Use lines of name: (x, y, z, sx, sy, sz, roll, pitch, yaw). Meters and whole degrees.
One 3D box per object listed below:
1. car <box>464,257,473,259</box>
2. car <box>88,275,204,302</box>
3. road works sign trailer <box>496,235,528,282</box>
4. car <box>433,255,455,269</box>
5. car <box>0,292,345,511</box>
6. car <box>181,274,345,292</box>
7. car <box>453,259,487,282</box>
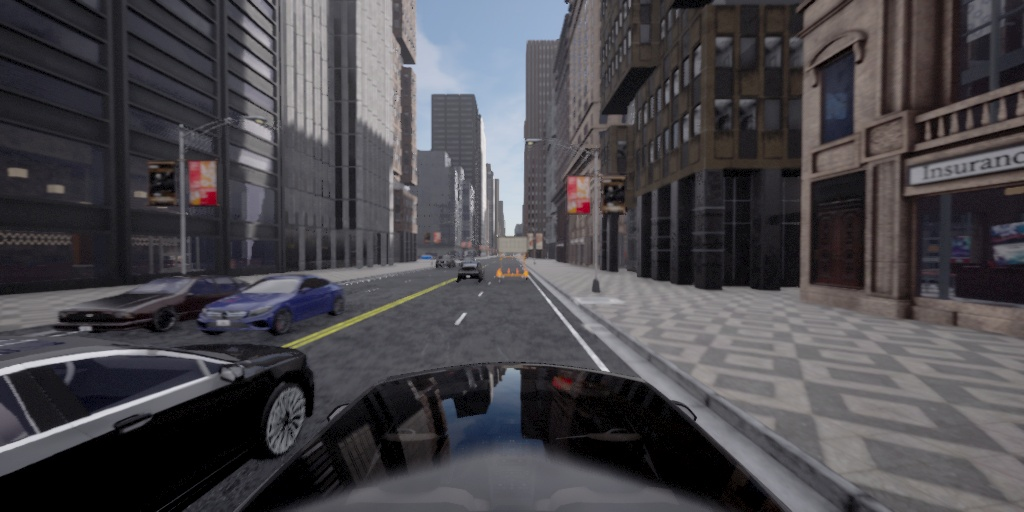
car: (-6.562, 0.966, 52.697, 2.097, 1.767, 4.553, 0, 0, 0)
car: (-9.850, 1.292, 10.942, 2.033, 1.411, 5.357, 0, 0, 0)
road works sign trailer: (0.065, 0.176, 28.026, 2.380, 3.560, 2.880, 0, 0, 0)
car: (-9.807, 0.831, 53.122, 2.150, 2.045, 5.566, 0, 0, 0)
car: (-3.151, 1.241, 2.114, 2.128, 1.511, 4.902, 0, 0, 0)
car: (-6.612, 1.271, 10.545, 1.812, 1.442, 4.674, 0, 0, 0)
car: (-3.152, 1.216, 28.258, 1.837, 1.490, 4.892, 0, 0, 0)
